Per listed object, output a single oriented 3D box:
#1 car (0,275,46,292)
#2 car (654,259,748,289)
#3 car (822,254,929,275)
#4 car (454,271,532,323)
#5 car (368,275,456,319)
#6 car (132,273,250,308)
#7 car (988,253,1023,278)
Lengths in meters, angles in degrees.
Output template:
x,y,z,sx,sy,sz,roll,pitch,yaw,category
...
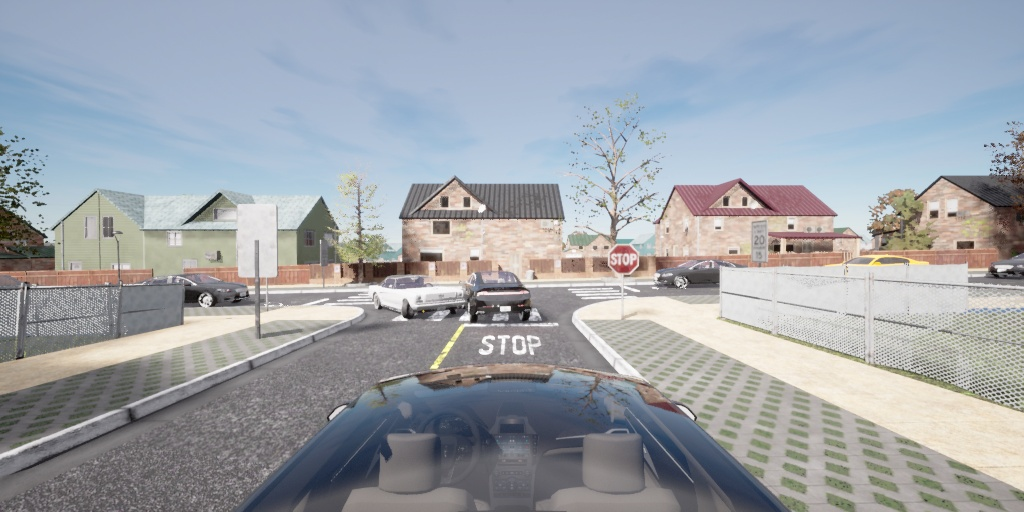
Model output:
x,y,z,sx,sy,sz,roll,pitch,yaw,category
-24.241,1.648,16.539,4.553,1.767,2.097,-1,1,0,car
10.328,0.926,19.638,4.902,1.511,2.128,-1,1,0,car
19.759,0.691,19.676,5.008,1.535,1.882,-1,1,-1,car
-0.688,1.243,12.228,2.128,1.511,4.902,0,0,-12,car
-3.603,1.368,13.087,1.895,1.301,4.718,0,0,-38,car
-14.904,1.567,16.581,4.902,1.511,2.128,-1,1,0,car
29.383,0.478,19.713,4.902,1.511,2.128,-1,1,0,car
